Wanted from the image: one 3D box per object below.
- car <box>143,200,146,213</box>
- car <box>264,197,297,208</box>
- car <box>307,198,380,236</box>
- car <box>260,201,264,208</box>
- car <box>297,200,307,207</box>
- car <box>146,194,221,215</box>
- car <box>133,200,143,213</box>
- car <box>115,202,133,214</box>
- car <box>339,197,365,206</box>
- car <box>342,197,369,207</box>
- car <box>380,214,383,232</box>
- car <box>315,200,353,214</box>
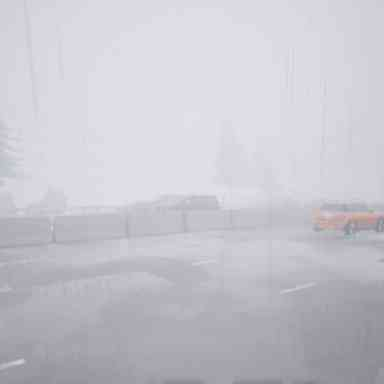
[{"bbox_3d":[-1.523,1.359,28.706,4.553,1.767,2.097,0,0,-35],"label":"car"},{"bbox_3d":[12.099,1.506,42.716,4.902,1.511,2.128,0,0,-35],"label":"car"},{"bbox_3d":[8.872,1.358,18.679,4.553,1.767,2.097,0,0,-36],"label":"car"},{"bbox_3d":[11.707,1.507,46.729,4.902,1.511,2.128,0,0,-35],"label":"car"},{"bbox_3d":[15.453,1.519,40.808,4.892,1.490,1.837,0,0,-35],"label":"car"},{"bbox_3d":[-0.308,1.230,25.275,5.566,2.045,2.150,0,0,-36],"label":"car"},{"bbox_3d":[-2.474,1.231,32.328,5.566,2.045,2.150,0,0,-35],"label":"car"},{"bbox_3d":[-5.211,1.556,34.675,5.357,1.411,2.033,0,0,-36],"label":"car"},{"bbox_3d":[27.814,1.623,57.818,4.718,1.301,1.895,0,0,-31],"label":"car"},{"bbox_3d":[25.634,1.584,52.233,4.181,1.385,1.994,0,0,-34],"label":"car"},{"bbox_3d":[11.542,1.358,16.285,4.553,1.767,2.097,0,0,-36],"label":"car"},{"bbox_3d":[15.705,1.577,36.691,4.181,1.385,1.994,0,0,-35],"label":"car"}]
